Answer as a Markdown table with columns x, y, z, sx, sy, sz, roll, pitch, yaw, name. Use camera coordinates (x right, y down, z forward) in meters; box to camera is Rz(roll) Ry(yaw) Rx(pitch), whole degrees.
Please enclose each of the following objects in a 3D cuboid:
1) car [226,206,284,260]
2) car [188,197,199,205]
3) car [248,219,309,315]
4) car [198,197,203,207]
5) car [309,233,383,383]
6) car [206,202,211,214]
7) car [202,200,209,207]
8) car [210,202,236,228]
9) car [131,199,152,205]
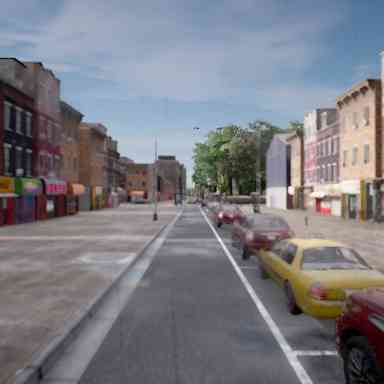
| x | y | z | sx | sy | sz | roll | pitch | yaw | name |
| --- | --- | --- | --- | --- | --- | --- | --- | --- | --- |
| 2.634 | 1.549 | 12.983 | 1.967 | 1.590 | 4.097 | -1 | -1 | 0 | car |
| 0.034 | 2.373 | 80.109 | 1.994 | 1.385 | 4.181 | 0 | -1 | 0 | car |
| 2.633 | 1.588 | 7.529 | 1.752 | 1.417 | 4.829 | -1 | 0 | 0 | car |
| 2.654 | 2.215 | 63.577 | 1.947 | 1.339 | 4.313 | -1 | -1 | 0 | car |
| 2.629 | 1.330 | 1.740 | 2.192 | 1.841 | 5.009 | -1 | 0 | 0 | car |
| 2.642 | 1.818 | 29.847 | 2.008 | 1.369 | 4.403 | -1 | -1 | 0 | car |
| 2.646 | 1.934 | 41.091 | 2.008 | 1.369 | 4.403 | -1 | -1 | 0 | car |
| 2.639 | 1.652 | 24.228 | 1.967 | 1.590 | 4.097 | -1 | -1 | 0 | car |
| -11.972 | 2.318 | 78.658 | 4.902 | 1.511 | 2.128 | 0 | 0 | 0 | car |
